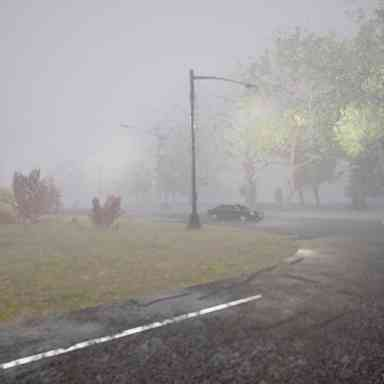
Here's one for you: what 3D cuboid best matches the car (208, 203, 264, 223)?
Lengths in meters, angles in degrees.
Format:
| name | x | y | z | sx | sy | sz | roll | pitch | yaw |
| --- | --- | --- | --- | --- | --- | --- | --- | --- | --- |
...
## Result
| name | x | y | z | sx | sy | sz | roll | pitch | yaw |
| --- | --- | --- | --- | --- | --- | --- | --- | --- | --- |
| car | 3.443 | 1.638 | 26.638 | 4.892 | 1.490 | 1.837 | -1 | 0 | 44 |
